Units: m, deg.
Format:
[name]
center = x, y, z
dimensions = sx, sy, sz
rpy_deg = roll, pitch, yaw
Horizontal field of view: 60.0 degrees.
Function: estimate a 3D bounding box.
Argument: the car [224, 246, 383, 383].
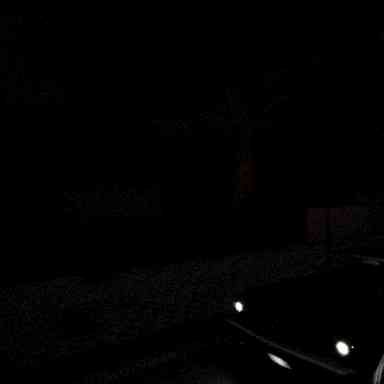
[car]
center = 2.779, 1.595, 5.054
dimensions = 4.718, 1.301, 1.895
rpy_deg = 0, 0, -36
